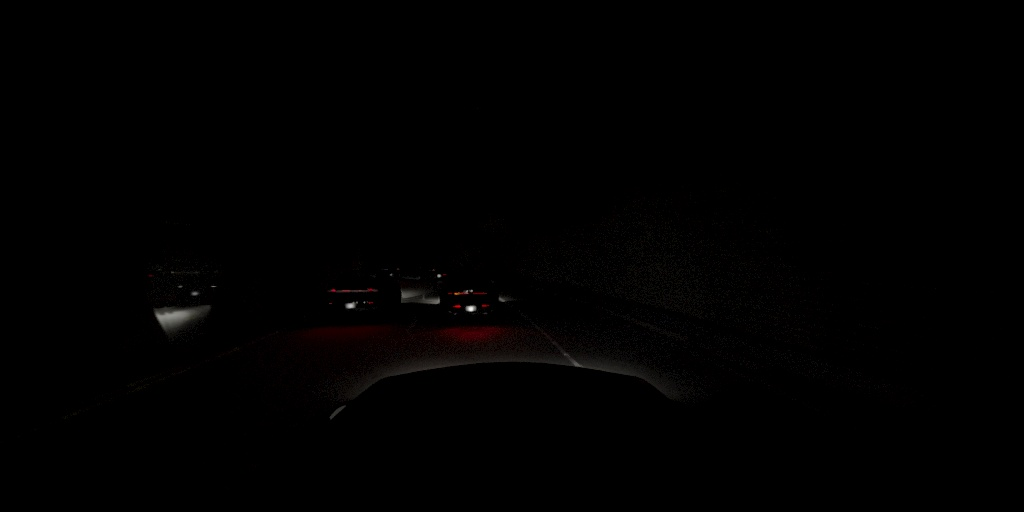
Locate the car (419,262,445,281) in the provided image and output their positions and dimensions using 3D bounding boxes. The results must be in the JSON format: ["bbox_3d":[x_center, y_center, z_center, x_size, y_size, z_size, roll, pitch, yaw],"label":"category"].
[{"bbox_3d":[-6.566,1.275,30.113,1.837,1.490,4.892,0,0,-22],"label":"car"}]

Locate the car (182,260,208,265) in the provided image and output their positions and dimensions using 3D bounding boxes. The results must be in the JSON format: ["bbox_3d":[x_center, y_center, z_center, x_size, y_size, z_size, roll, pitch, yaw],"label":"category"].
[{"bbox_3d":[-42.178,1.318,48.363,4.674,1.442,1.812,0,0,12],"label":"car"}]

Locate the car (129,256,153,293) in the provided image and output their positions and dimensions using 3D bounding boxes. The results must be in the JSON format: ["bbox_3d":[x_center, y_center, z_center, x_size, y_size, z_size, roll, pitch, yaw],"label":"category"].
[{"bbox_3d":[-16.027,0.982,12.991,2.150,2.045,5.566,0,0,-13],"label":"car"}]

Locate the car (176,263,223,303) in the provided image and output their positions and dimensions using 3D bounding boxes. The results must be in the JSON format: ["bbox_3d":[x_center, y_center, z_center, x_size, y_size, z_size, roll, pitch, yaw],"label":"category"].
[{"bbox_3d":[-13.432,1.255,16.852,2.128,1.511,4.902,0,0,-15],"label":"car"}]

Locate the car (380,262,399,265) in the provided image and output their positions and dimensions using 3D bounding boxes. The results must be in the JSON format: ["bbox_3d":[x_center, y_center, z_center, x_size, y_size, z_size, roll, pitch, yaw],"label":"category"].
[{"bbox_3d":[-10.425,1.264,30.335,2.128,1.511,4.902,0,0,-23],"label":"car"}]

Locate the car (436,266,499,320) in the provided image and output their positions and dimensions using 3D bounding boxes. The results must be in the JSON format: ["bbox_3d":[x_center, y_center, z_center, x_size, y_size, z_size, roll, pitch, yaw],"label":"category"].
[{"bbox_3d":[-1.581,1.263,12.708,1.837,1.490,4.892,0,0,-10],"label":"car"}]

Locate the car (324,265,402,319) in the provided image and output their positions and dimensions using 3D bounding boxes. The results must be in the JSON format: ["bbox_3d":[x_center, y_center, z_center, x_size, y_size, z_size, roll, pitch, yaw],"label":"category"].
[{"bbox_3d":[-5.178,1.251,12.915,2.128,1.511,4.902,0,0,-10],"label":"car"}]
